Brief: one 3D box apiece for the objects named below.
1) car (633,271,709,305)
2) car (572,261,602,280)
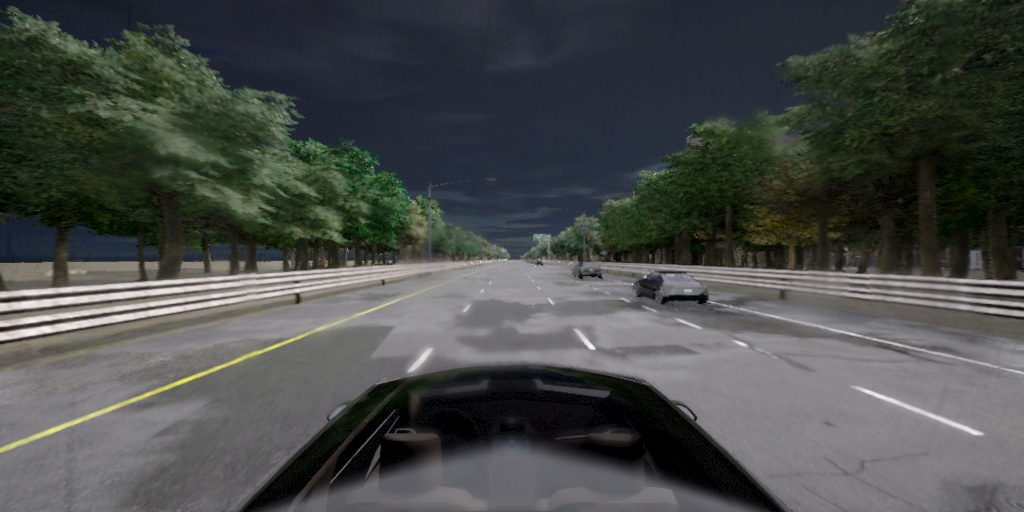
[{"bbox_3d":[7.009,1.355,16.274,1.994,1.385,4.181,0,0,0],"label":"car"},{"bbox_3d":[7.050,1.255,34.051,2.097,1.767,4.553,0,0,0],"label":"car"}]
